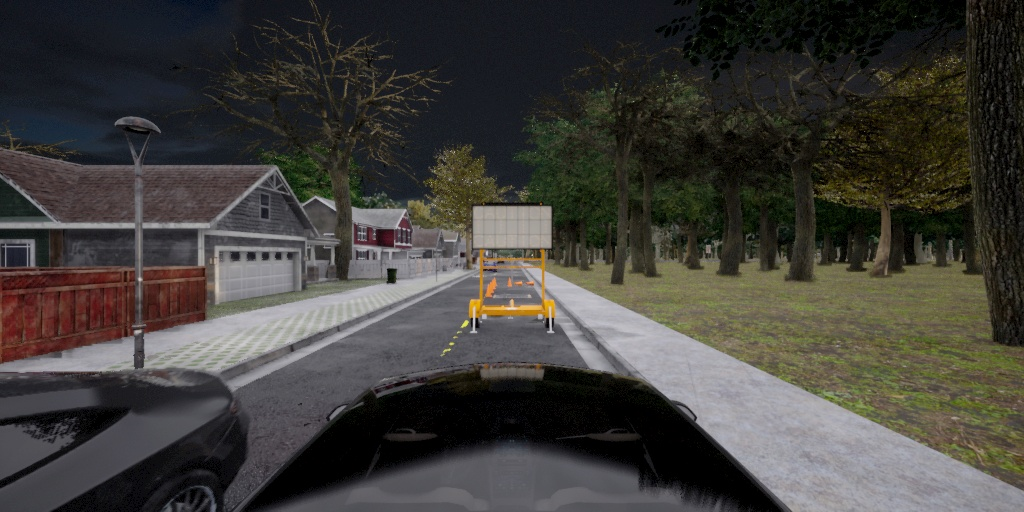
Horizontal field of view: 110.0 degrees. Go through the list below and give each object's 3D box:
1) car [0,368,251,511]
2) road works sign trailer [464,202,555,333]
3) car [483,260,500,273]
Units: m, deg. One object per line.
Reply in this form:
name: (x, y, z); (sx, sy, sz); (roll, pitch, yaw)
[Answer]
car: (-2.851, 1.276, 0.819); (1.812, 1.442, 4.674); (0, 0, 0)
road works sign trailer: (0.009, 0.214, 10.705); (2.380, 3.560, 2.880); (0, 0, 0)
car: (-2.814, 1.240, 43.245); (1.882, 1.535, 5.008); (0, 0, 0)
